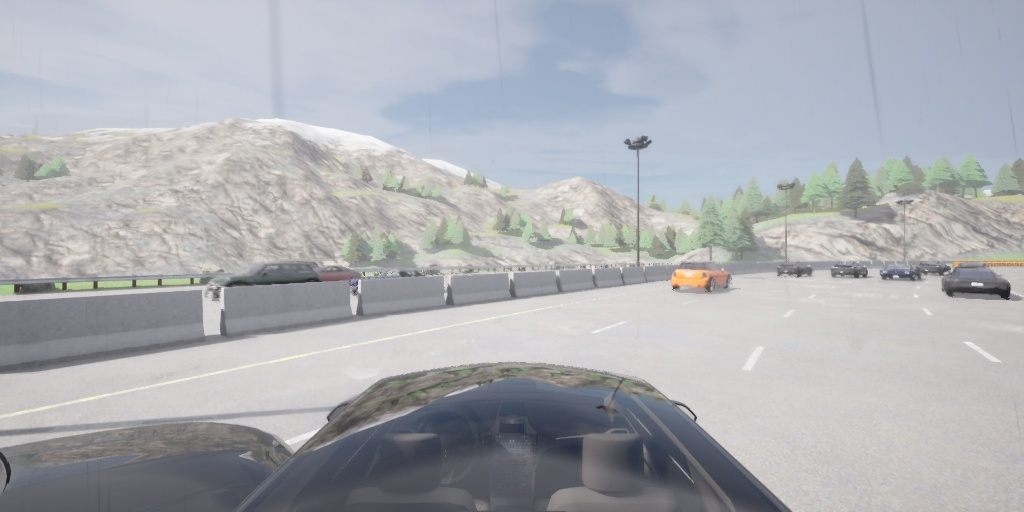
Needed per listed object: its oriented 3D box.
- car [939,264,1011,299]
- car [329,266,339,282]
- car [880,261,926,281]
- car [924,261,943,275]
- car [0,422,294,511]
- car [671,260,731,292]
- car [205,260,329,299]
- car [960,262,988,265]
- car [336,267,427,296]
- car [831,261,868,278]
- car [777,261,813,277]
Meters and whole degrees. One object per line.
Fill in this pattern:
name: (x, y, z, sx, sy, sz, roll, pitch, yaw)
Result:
car: (23.547, 1.314, 18.297, 4.181, 1.385, 1.994, 0, 0, -41)
car: (-11.745, 1.314, 22.703, 1.994, 1.385, 4.181, 0, 0, 41)
car: (32.304, 1.351, 29.728, 4.718, 1.301, 1.895, 0, 0, -35)
car: (43.308, 1.242, 36.862, 4.902, 1.511, 2.128, 0, 0, -31)
car: (-2.982, 1.255, 0.524, 4.892, 1.490, 1.837, 0, 0, -45)
car: (11.319, 1.101, 21.315, 4.553, 1.767, 2.097, 0, 0, -44)
car: (-11.756, 1.102, 17.280, 2.097, 1.767, 4.553, 0, 0, 40)
car: (37.215, 1.254, 28.880, 4.892, 1.490, 1.837, 0, 0, -34)
car: (-6.133, 1.351, 18.552, 1.895, 1.301, 4.718, 0, 0, 41)
car: (31.370, 1.242, 33.338, 4.902, 1.511, 2.128, 0, 0, -35)
car: (27.595, 1.238, 34.922, 4.902, 1.511, 2.128, 0, 0, -36)
